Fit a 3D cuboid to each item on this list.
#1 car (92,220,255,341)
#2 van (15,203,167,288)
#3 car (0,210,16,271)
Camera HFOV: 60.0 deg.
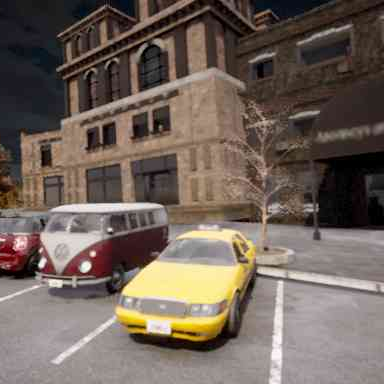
[{"bbox_3d":[0.286,1.501,7.016,1.946,1.575,5.366,0,-1,16],"label":"car"},{"bbox_3d":[-2.127,1.291,8.828,1.878,1.987,4.442,0,-1,16],"label":"van"},{"bbox_3d":[-4.546,1.413,10.657,2.185,1.767,4.553,0,-1,16],"label":"car"}]
